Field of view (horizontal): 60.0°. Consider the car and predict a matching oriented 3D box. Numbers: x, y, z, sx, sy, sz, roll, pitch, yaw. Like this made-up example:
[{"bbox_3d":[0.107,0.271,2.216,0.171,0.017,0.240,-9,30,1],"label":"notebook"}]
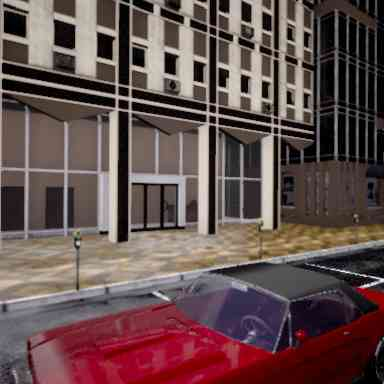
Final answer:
[{"bbox_3d":[0.639,1.619,3.830,4.718,1.301,1.895,0,0,-35],"label":"car"}]
